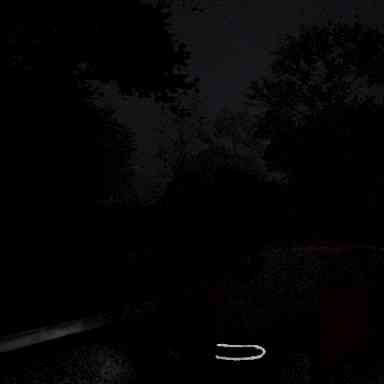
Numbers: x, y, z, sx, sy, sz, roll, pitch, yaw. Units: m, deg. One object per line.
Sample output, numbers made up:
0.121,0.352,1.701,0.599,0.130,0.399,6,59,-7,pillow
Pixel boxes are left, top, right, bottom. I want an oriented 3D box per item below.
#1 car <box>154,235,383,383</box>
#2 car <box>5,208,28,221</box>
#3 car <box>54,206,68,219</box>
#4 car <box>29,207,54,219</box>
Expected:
1.776,1.506,5.142,5.008,1.535,1.882,0,0,-38,car
-21.498,2.652,39.729,2.231,1.521,4.892,0,0,-38,car
-17.111,2.522,43.130,2.185,1.767,4.553,0,0,-38,car
-19.308,2.649,41.434,2.097,1.535,5.008,0,0,-38,car
